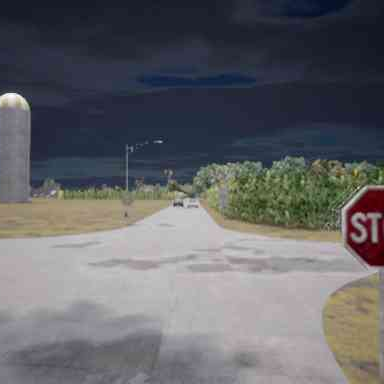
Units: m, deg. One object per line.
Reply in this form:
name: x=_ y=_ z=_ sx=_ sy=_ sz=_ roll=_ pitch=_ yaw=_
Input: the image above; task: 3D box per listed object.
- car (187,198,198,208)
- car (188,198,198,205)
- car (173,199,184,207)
car: x=0.122 y=2.186 z=60.111 sx=1.895 sy=1.301 sz=4.718 roll=0 pitch=-1 yaw=0
car: x=0.143 y=2.049 z=70.090 sx=2.033 sy=1.411 sz=5.357 roll=0 pitch=-1 yaw=0
car: x=-2.620 y=2.101 z=64.259 sx=1.882 sy=1.535 sz=5.008 roll=0 pitch=-1 yaw=0
